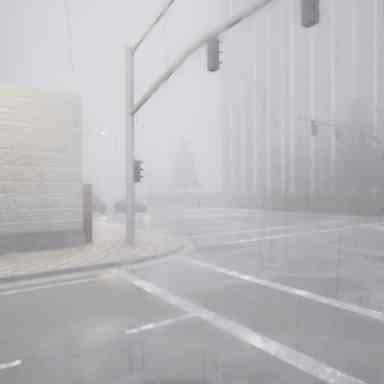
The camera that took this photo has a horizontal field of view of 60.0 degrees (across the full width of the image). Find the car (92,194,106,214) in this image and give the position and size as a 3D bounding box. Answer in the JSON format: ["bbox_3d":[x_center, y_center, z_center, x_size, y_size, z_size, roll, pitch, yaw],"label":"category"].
[{"bbox_3d":[-10.703,1.211,34.221,2.150,2.045,5.566,0,1,-35],"label":"car"}]

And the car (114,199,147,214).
[{"bbox_3d":[-6.396,1.451,34.209,1.882,1.535,5.008,0,0,-35],"label":"car"}]
